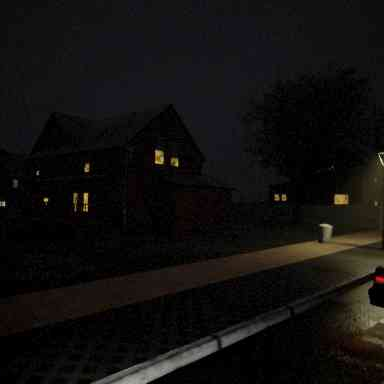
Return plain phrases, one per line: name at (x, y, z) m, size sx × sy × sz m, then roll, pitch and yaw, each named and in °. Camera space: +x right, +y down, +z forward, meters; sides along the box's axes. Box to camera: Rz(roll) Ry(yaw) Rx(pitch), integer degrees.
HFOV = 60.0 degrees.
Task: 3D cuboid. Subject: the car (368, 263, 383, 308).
car at (5.569, 1.628, 7.064) m, size 5.357 × 1.411 × 2.033 m, roll 1°, pitch -1°, yaw -43°
